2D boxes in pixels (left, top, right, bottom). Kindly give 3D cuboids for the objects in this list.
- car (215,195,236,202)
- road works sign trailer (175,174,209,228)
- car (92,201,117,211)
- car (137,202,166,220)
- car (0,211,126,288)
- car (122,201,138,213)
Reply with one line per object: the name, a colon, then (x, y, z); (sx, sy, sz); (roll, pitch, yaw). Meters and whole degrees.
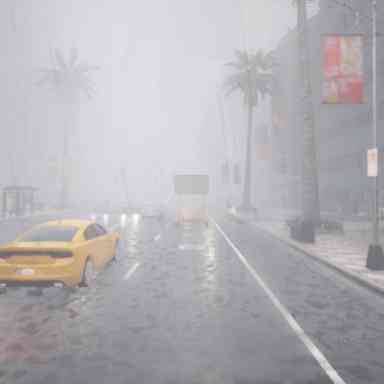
car: (7.879, 1.576, 77.590); (5.566, 2.045, 2.150); (0, 0, -39)
road works sign trailer: (-0.002, 0.570, 23.142); (2.380, 3.560, 2.880); (0, 0, 0)
car: (-10.461, 1.783, 39.889); (1.895, 1.301, 4.718); (0, 0, 2)
car: (-3.417, 1.662, 29.888); (1.812, 1.442, 4.674); (0, 0, 0)
car: (-3.401, 1.521, 9.391); (1.882, 1.535, 5.008); (0, 0, 0)
car: (-6.986, 1.781, 39.468); (1.895, 1.301, 4.718); (0, 0, 2)
